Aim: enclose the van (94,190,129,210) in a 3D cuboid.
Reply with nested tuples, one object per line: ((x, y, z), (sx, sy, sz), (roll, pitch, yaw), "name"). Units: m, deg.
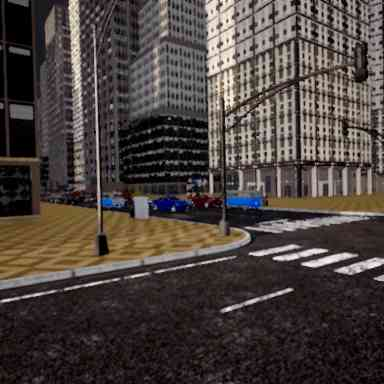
((-8.628, 0.953, 35.464), (1.690, 1.788, 3.998), (-2, 1, -35), "van")

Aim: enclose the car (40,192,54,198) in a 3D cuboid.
((-37.621, 0.712, 86.202), (2.128, 1.511, 4.902), (-2, 1, -35), "car")

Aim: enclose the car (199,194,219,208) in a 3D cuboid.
((1.431, 0.936, 35.808), (1.887, 1.381, 4.507), (-2, 1, -35), "car")

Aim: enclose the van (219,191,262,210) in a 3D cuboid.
((4.704, 0.753, 31.339), (1.690, 1.788, 3.998), (-2, 1, -35), "van")

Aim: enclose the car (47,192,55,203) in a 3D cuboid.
((-21.437, 1.067, 53.543), (2.008, 1.369, 4.403), (-2, 1, -35), "car")

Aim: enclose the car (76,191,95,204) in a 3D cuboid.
((-15.839, 0.957, 50.221), (2.128, 1.511, 4.902), (-2, 1, -35), "car")

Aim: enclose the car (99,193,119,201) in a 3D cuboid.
((-14.603, 0.818, 58.387), (1.887, 1.381, 4.507), (-2, 1, -35), "car")

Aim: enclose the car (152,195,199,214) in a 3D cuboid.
((-1.812, 1.048, 30.326), (1.882, 1.535, 5.008), (-2, 1, -35), "car")

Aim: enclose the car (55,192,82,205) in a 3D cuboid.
((-18.234, 1.107, 49.025), (1.947, 1.339, 4.313), (-2, 1, -35), "car")

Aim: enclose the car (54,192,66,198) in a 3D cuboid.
((-33.922, 0.652, 85.640), (1.752, 1.417, 4.829), (-2, 1, -35), "car")

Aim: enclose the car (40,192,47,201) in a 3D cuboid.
((-27.843, 1.050, 62.583), (1.802, 1.307, 4.206), (-2, 1, -35), "car")

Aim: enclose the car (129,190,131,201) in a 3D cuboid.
((-11.404, 0.612, 53.864), (2.192, 1.841, 5.009), (-2, 1, -35), "car")

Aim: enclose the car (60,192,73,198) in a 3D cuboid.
((-30.620, 0.703, 80.983), (2.008, 1.369, 4.403), (-2, 1, -35), "car")
